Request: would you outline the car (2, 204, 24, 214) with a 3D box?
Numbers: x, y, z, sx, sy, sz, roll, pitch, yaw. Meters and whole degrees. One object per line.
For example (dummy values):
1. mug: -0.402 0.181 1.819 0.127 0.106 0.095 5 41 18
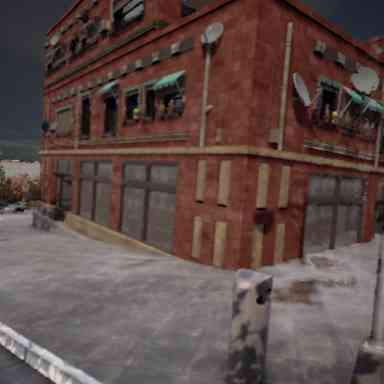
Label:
1. car: -29.762 2.793 55.522 2.128 1.511 4.902 4 -3 -5
